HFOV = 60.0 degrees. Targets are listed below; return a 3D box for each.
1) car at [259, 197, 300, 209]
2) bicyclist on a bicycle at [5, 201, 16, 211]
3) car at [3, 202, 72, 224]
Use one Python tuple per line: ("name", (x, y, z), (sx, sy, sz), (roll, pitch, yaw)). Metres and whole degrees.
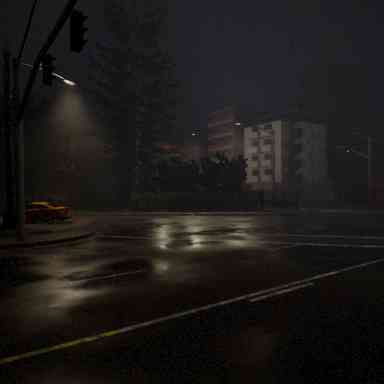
("car", (9.981, 1.193, 38.051), (1.895, 1.301, 4.718), (-1, 1, -35))
("bicyclist on a bicycle", (-18.106, 1.346, 33.202), (0.582, 1.620, 1.656), (-1, 1, 9))
("car", (-11.471, 1.512, 24.760), (5.008, 1.535, 1.882), (-1, 1, 9))
